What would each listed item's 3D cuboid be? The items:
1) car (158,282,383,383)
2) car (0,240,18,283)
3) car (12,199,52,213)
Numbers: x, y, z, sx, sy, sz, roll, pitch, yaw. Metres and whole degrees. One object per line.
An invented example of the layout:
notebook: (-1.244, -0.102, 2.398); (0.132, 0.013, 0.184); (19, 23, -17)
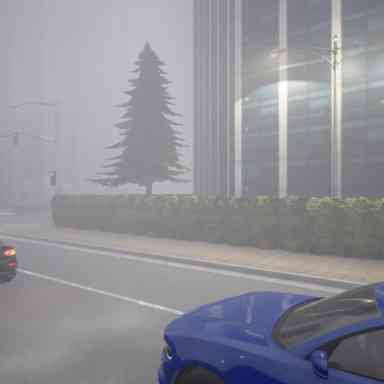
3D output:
car: (1.957, 1.478, 2.597); (5.008, 1.535, 1.882); (0, 0, 36)
car: (-6.170, 1.526, 8.350); (4.674, 1.442, 1.812); (0, 0, 36)
car: (-17.186, 1.547, 37.439); (2.033, 1.411, 5.357); (0, 0, 36)
